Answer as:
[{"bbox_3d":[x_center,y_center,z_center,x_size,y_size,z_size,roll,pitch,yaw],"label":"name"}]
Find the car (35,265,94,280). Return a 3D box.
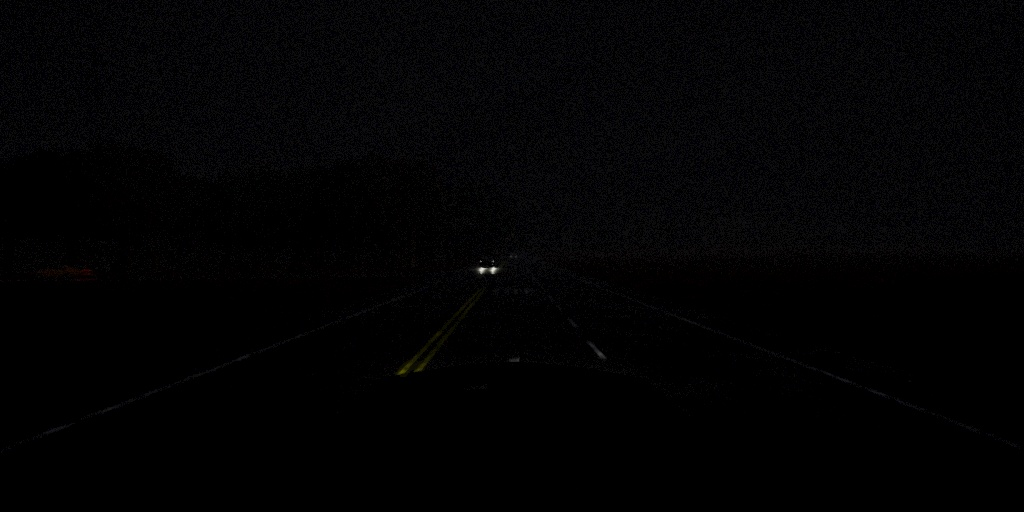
[{"bbox_3d":[-48.831,1.782,39.156,5.008,1.535,1.882,-1,-1,1],"label":"car"}]

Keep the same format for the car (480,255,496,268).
[{"bbox_3d":[-3.389,0.696,50.779,2.097,1.767,4.553,0,1,0],"label":"car"}]
